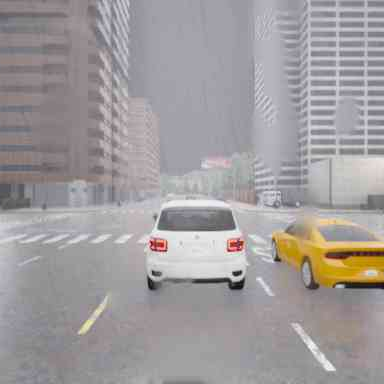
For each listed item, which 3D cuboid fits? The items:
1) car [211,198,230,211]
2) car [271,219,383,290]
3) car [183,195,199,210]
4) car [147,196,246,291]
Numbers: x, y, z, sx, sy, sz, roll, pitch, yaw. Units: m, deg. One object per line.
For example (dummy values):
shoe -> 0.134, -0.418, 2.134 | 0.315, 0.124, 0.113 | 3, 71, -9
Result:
car -> 3.404, 1.504, 40.539 | 1.812, 1.442, 4.674 | 0, 0, 0
car -> 3.576, 1.473, 9.133 | 1.882, 1.535, 5.008 | 0, 0, 0
car -> -0.118, 1.329, 43.973 | 2.097, 1.767, 4.553 | 0, 0, 0
car -> 0.065, 1.217, 9.180 | 2.150, 2.045, 5.566 | 0, 0, -1
